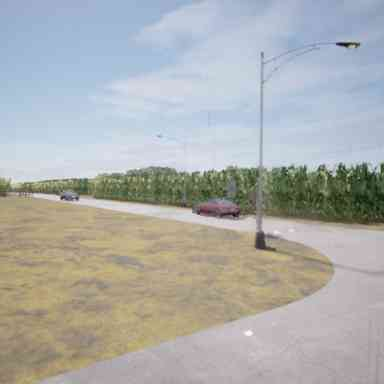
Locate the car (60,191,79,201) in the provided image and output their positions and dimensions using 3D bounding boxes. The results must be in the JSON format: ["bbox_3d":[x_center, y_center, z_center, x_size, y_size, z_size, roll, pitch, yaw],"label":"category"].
[{"bbox_3d":[-18.495,0.535,50.126,2.128,1.511,4.902,1,1,-35],"label":"car"}]

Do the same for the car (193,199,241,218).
[{"bbox_3d":[1.882,1.231,26.145,1.994,1.385,4.181,1,1,-35],"label":"car"}]
